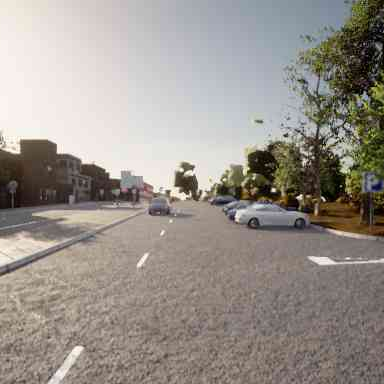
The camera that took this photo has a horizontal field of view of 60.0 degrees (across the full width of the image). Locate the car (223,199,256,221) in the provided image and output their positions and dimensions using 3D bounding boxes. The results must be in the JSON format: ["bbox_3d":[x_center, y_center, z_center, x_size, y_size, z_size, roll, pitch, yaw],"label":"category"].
[{"bbox_3d":[5.090,1.496,24.378,5.008,1.535,2.097,0,0,0],"label":"car"}]

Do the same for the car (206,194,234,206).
[{"bbox_3d":[5.114,1.397,55.263,4.553,1.767,2.185,0,0,0],"label":"car"}]

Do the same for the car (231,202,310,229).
[{"bbox_3d":[5.082,1.533,21.229,4.674,1.452,2.002,0,0,0],"label":"car"}]

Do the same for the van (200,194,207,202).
[{"bbox_3d":[4.772,1.462,79.229,4.442,1.987,1.878,0,-1,0],"label":"van"}]

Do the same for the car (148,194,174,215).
[{"bbox_3d":[-3.250,1.429,34.220,2.097,1.767,4.553,0,0,0],"label":"car"}]

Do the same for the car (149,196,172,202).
[{"bbox_3d":[-7.569,1.691,79.765,5.366,1.575,1.946,0,-1,0],"label":"car"}]

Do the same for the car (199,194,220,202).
[{"bbox_3d":[4.762,1.679,90.402,5.566,2.045,2.435,0,-2,-1],"label":"car"}]

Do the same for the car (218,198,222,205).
[{"bbox_3d":[5.081,1.541,30.927,4.674,1.452,2.002,0,0,0],"label":"car"}]

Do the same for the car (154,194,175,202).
[{"bbox_3d":[-7.470,1.719,91.916,5.566,2.045,2.435,0,-2,-1],"label":"car"}]

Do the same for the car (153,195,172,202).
[{"bbox_3d":[-7.379,1.621,82.686,4.553,1.767,2.185,0,-1,-1],"label":"car"}]

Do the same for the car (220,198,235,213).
[{"bbox_3d":[5.079,1.500,27.651,4.892,1.521,2.231,0,0,0],"label":"car"}]
